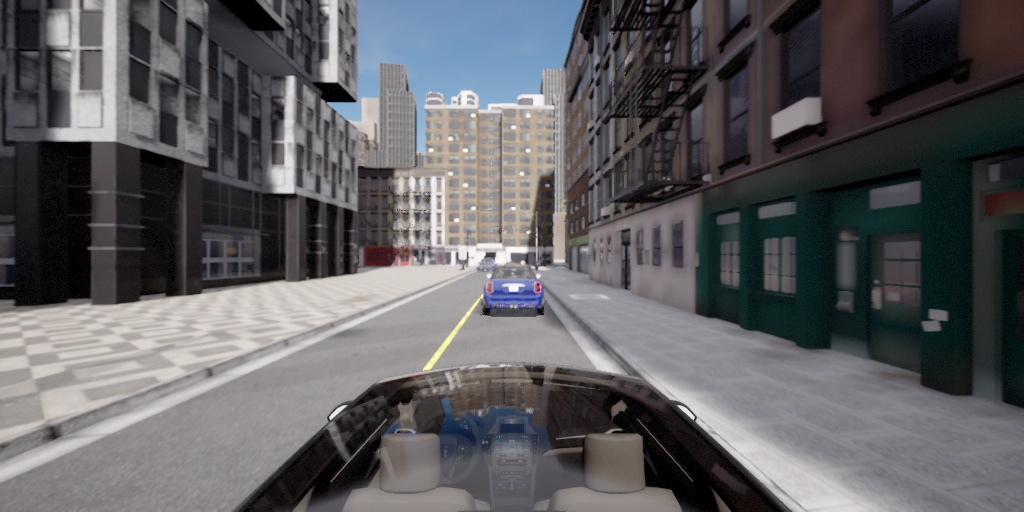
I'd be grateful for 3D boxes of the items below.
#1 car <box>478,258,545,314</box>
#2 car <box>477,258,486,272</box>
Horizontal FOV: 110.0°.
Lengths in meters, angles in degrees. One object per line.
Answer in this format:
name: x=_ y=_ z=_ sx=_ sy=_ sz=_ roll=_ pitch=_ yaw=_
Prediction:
car: x=0.066 y=1.092 z=13.776 sx=2.097 sy=1.767 sz=4.553 roll=0 pitch=0 yaw=0
car: x=-3.071 y=1.040 z=43.710 sx=2.097 sy=1.767 sz=4.553 roll=0 pitch=0 yaw=0
